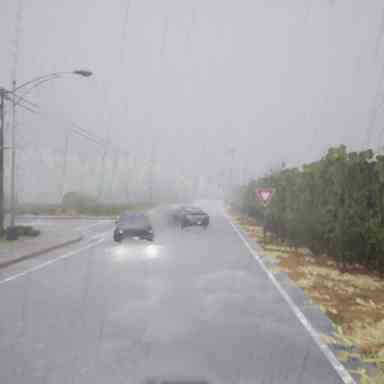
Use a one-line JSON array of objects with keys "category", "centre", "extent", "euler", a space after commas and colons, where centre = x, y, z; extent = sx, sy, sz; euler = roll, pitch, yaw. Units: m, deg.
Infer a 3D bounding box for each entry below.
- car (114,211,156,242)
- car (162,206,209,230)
[{"category": "car", "centre": [-2.986, 1.694, 17.523], "extent": [2.033, 1.411, 5.357], "euler": [1, 0, -11]}, {"category": "car", "centre": [-0.538, 1.710, 22.769], "extent": [2.128, 1.511, 4.902], "euler": [1, -1, -24]}]
